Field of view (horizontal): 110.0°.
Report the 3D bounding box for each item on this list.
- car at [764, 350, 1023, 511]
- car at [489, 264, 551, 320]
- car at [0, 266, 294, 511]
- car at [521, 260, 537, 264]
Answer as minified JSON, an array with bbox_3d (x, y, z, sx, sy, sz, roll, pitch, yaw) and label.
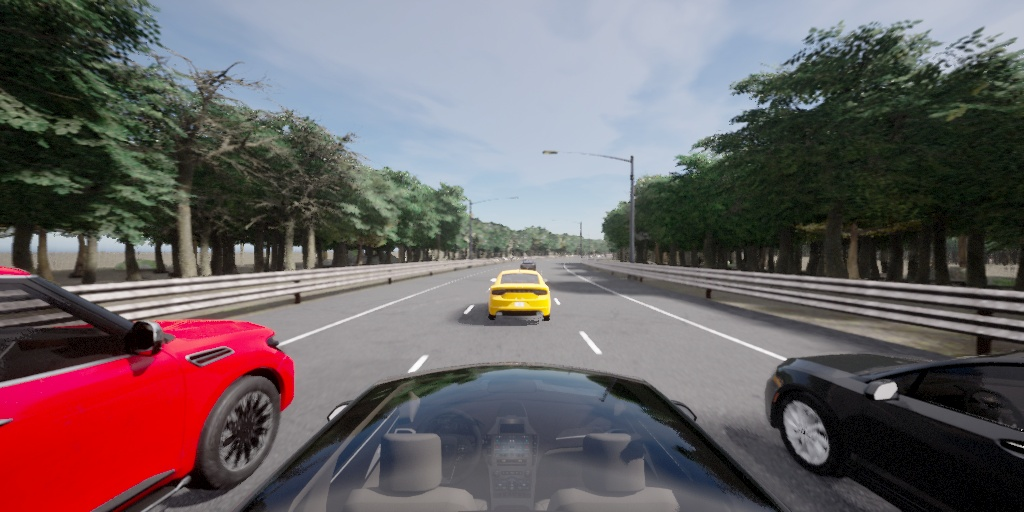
[{"bbox_3d":[3.626,1.258,1.861,1.837,1.490,4.892,0,0,0],"label":"car"},{"bbox_3d":[0.269,1.222,12.672,1.882,1.535,5.008,0,0,1],"label":"car"},{"bbox_3d":[-3.382,0.969,1.425,2.150,2.045,5.566,0,0,0],"label":"car"},{"bbox_3d":[2.028,1.193,44.120,2.128,1.511,4.902,0,0,5],"label":"car"}]
